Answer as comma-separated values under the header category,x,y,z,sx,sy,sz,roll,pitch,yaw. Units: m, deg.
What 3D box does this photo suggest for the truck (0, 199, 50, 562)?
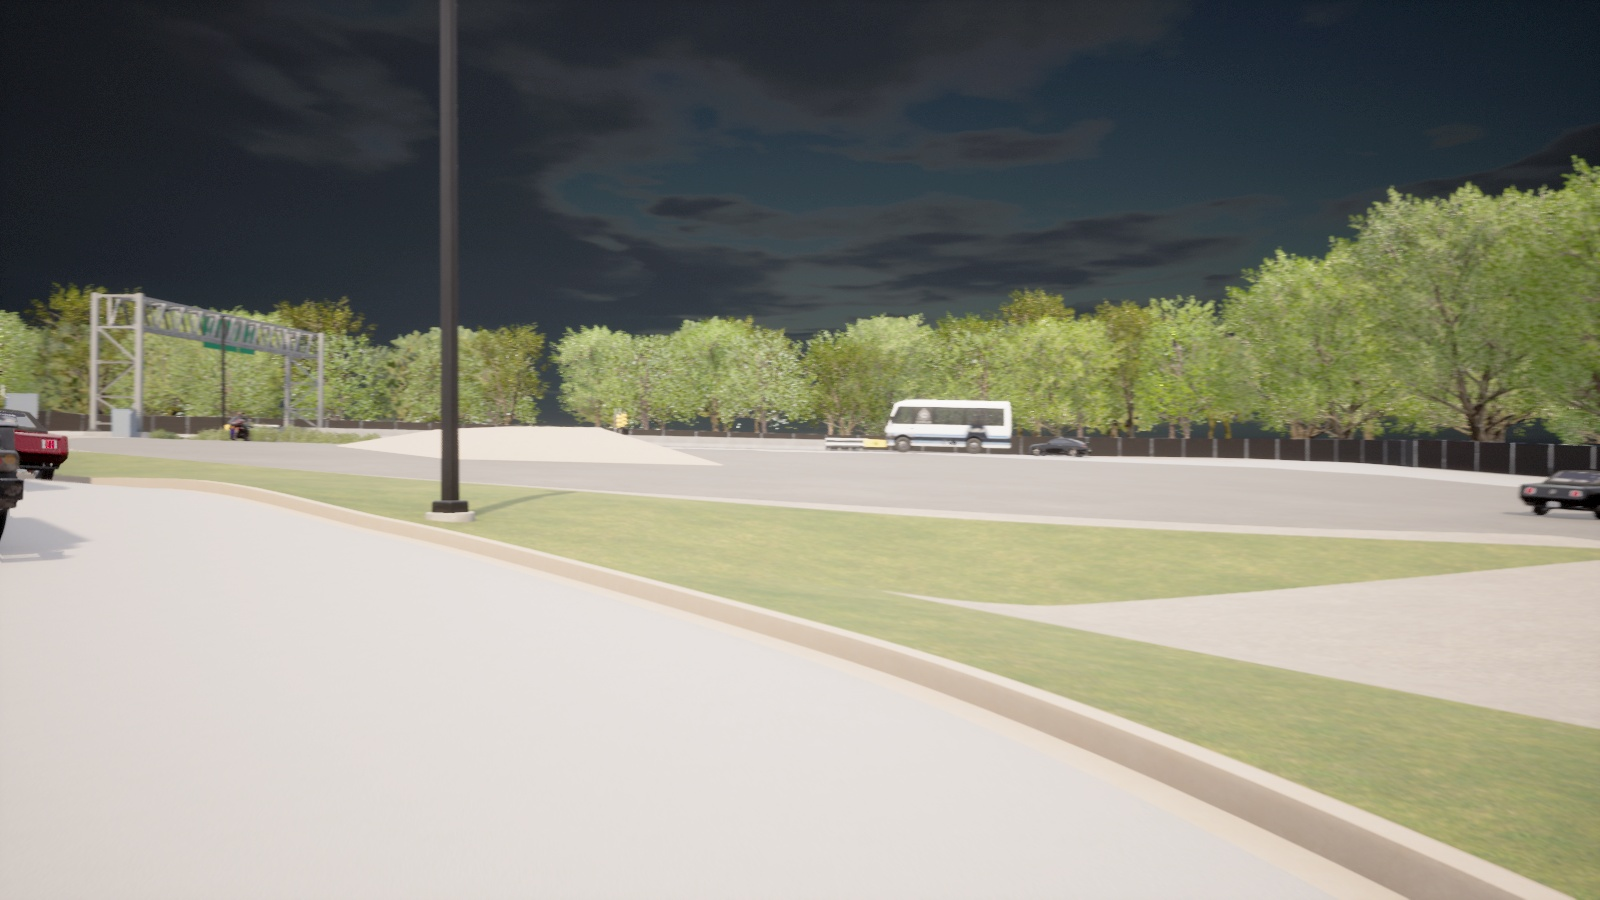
category,x,y,z,sx,sy,sz,roll,pitch,yaw
truck,-11.272,-0.975,13.921,7.936,3.462,2.891,6,2,43

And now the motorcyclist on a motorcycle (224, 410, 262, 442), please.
category,x,y,z,sx,sy,sz,roll,pitch,yaw
motorcyclist on a motorcycle,-27.826,-1.196,62.777,0.866,1.530,2.191,2,0,-1

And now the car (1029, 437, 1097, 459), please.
category,x,y,z,sx,sy,sz,roll,pitch,yaw
car,19.809,-0.164,94.656,4.674,1.442,1.812,2,1,28

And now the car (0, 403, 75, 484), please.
category,x,y,z,sx,sy,sz,roll,pitch,yaw
car,-15.021,-0.138,22.787,4.718,1.301,1.895,1,-4,44

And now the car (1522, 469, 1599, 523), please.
category,x,y,z,sx,sy,sz,roll,pitch,yaw
car,22.186,1.272,34.512,4.718,1.301,1.895,2,1,-30
